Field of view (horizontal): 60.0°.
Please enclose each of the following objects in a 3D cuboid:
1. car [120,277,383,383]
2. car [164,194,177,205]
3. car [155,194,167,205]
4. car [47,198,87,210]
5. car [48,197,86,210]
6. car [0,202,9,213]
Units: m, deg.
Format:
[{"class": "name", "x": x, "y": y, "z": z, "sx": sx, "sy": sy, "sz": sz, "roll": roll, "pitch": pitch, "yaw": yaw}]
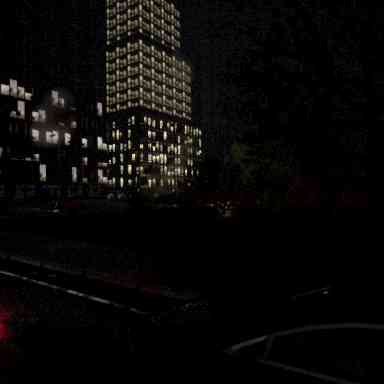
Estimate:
[{"class": "car", "x": 1.526, "y": 1.492, "z": 2.600, "sx": 4.902, "sy": 1.511, "sz": 2.128, "roll": 0, "pitch": 0, "yaw": 35}, {"class": "car", "x": -2.371, "y": 1.605, "z": 60.530, "sx": 1.812, "sy": 1.442, "sz": 4.674, "roll": -1, "pitch": -1, "yaw": 37}, {"class": "car", "x": -5.251, "y": 1.350, "z": 62.122, "sx": 2.150, "sy": 2.045, "sz": 5.566, "roll": -1, "pitch": -1, "yaw": 37}, {"class": "car", "x": -17.295, "y": 1.584, "z": 46.233, "sx": 1.882, "sy": 1.535, "sz": 5.008, "roll": -1, "pitch": -1, "yaw": 37}, {"class": "car", "x": -15.973, "y": 1.412, "z": 42.587, "sx": 2.097, "sy": 1.767, "sz": 4.553, "roll": -1, "pitch": -1, "yaw": 37}, {"class": "car", "x": -21.656, "y": 1.609, "z": 35.032, "sx": 1.994, "sy": 1.385, "sz": 4.181, "roll": -1, "pitch": -1, "yaw": 37}]
